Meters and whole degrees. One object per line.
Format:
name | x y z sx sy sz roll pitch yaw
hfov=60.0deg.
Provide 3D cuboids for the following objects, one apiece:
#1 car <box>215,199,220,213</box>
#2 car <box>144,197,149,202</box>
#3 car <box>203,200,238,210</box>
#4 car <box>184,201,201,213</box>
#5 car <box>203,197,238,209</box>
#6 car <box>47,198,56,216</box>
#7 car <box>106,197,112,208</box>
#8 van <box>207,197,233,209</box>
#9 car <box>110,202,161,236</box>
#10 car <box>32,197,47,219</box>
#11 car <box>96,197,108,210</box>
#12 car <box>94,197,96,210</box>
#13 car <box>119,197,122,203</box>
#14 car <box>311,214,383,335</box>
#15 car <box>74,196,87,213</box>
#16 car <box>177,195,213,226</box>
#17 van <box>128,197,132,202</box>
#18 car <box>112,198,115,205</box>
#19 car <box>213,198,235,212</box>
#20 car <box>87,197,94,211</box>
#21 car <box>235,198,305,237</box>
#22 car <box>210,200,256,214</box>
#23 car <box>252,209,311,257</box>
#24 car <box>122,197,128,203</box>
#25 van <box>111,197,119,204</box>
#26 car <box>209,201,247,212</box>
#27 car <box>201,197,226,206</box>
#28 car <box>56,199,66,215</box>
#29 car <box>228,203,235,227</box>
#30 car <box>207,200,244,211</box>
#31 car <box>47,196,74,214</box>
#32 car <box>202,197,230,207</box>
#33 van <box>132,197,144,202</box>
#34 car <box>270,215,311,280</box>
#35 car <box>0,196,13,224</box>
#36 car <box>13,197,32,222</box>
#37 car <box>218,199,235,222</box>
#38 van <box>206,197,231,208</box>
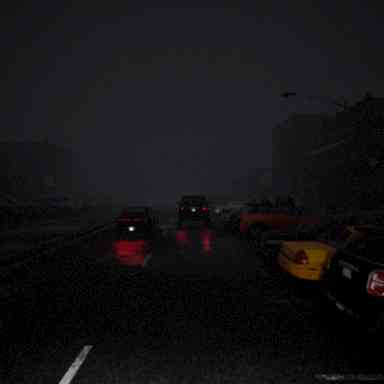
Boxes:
car | 4.711 1.634 30.383 4.674 1.452 2.002 0 -1 0
car | -15.844 2.352 94.104 5.566 2.045 2.435 0 -1 0
car | 4.523 2.013 52.605 5.366 1.575 1.946 0 -1 0
car | 0.098 1.894 42.887 2.033 1.411 5.357 0 -1 0
car | 4.678 1.815 55.392 5.566 2.045 2.435 0 -1 0
car | -15.743 1.609 30.688 5.008 1.535 2.097 0 -1 0
car | -15.977 2.017 52.739 5.366 1.575 1.946 0 -1 0
van | 4.826 1.891 58.291 4.442 1.987 1.878 0 -1 0
car | -2.901 1.514 18.355 1.837 1.490 4.892 0 0 0
car | -15.715 1.323 27.934 5.566 2.045 2.435 0 -1 0
car | -15.972 1.966 49.980 5.366 1.575 1.946 0 -1 0
car | -15.745 1.738 44.468 4.553 1.767 2.185 0 -1 0
car | -15.839 2.038 61.013 4.553 1.767 2.185 0 -1 0
car | 4.682 1.353 5.499 4.553 1.767 2.185 0 0 0
car | -15.793 1.504 38.956 5.566 2.045 2.435 0 -1 0
car | 0.100 1.258 23.593 2.150 2.045 5.566 0 -1 0
van | -15.946 2.106 72.049 4.442 1.987 1.878 0 -1 0
car | -15.795 2.110 55.495 4.674 1.452 2.002 0 -1 0
car | 4.894 1.636 33.154 5.366 1.575 1.946 0 -1 0
car | -15.742 1.558 41.713 5.566 2.045 2.435 0 -1 0
car | 4.678 1.359 16.622 4.553 1.767 2.185 0 0 0
car | 4.713 1.743 38.709 5.008 1.535 2.097 0 -1 0
car | 4.716 1.480 10.941 4.892 1.521 2.231 0 0 0
car | -15.785 1.956 63.774 5.566 2.045 2.435 0 -1 0
van | -15.686 1.891 58.258 4.442 1.987 1.878 0 -1 0
car | 4.737 1.886 44.391 4.792 1.488 2.163 0 -1 0
car | 4.774 2.121 74.962 5.566 2.045 2.435 0 -1 0
car | -15.783 1.684 33.439 4.792 1.488 2.163 0 -1 0
car | 4.708 1.533 19.399 4.674 1.452 2.002 0 0 0
car | 4.703 1.911 47.171 5.008 1.535 2.097 0 -1 0
car | -15.791 1.576 36.199 4.553 1.767 2.185 0 -1 0
car | 4.751 2.002 66.627 5.566 2.045 2.435 0 -1 0
van | -15.745 2.309 88.593 4.442 1.987 1.878 0 -1 0
car | 4.895 1.476 8.161 5.366 1.575 1.946 0 0 0
car | -15.704 1.269 22.424 5.566 2.045 2.435 0 0 0
car | -15.709 1.291 25.181 5.566 2.045 2.435 0 0 0
car | 4.895 1.527 24.952 5.366 1.575 1.946 0 0 0
van | 4.830 1.937 60.944 4.442 1.987 1.878 0 -1 0
